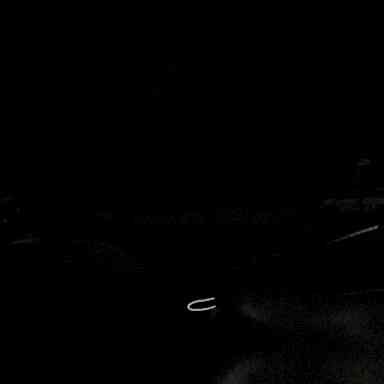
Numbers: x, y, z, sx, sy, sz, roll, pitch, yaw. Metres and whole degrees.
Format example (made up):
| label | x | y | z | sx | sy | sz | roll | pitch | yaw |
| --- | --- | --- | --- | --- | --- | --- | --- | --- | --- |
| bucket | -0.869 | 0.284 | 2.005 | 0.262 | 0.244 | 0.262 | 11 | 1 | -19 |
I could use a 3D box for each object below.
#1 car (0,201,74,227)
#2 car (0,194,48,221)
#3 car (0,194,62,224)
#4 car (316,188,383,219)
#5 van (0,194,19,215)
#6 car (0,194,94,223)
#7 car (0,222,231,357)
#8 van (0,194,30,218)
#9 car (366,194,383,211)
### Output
| label | x | y | z | sx | sy | sz | roll | pitch | yaw |
| --- | --- | --- | --- | --- | --- | --- | --- | --- | --- |
| car | -10.981 | 1.452 | 23.638 | 2.163 | 1.488 | 4.792 | 0 | 0 | 25 |
| car | -15.198 | 1.195 | 27.803 | 2.435 | 2.045 | 5.566 | 0 | 0 | 25 |
| car | -13.097 | 1.183 | 25.720 | 2.435 | 2.045 | 5.566 | 0 | 0 | 25 |
| car | 11.629 | 0.794 | 23.326 | 5.566 | 2.045 | 2.435 | -1 | 0 | 26 |
| van | -19.351 | 1.244 | 32.103 | 1.878 | 1.987 | 4.442 | -1 | 0 | 25 |
| car | -8.885 | 1.159 | 21.611 | 2.435 | 2.045 | 5.566 | -1 | 0 | 25 |
| car | -1.845 | 1.466 | 5.668 | 5.008 | 1.535 | 1.882 | 0 | 1 | 12 |
| van | -17.249 | 1.232 | 30.020 | 1.878 | 1.987 | 4.442 | -1 | 0 | 25 |
| car | 18.156 | 0.906 | 29.579 | 4.674 | 1.452 | 2.002 | -1 | 0 | 26 |
